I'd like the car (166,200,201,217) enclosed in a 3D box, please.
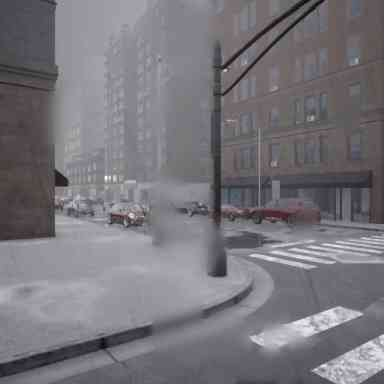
[{"bbox_3d":[-0.229,1.550,31.257,1.947,1.339,4.313,0,0,-35],"label":"car"}]

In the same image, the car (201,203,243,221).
[{"bbox_3d":[2.947,1.571,26.738,1.802,1.307,4.206,0,0,-35],"label":"car"}]

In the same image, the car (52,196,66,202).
[{"bbox_3d":[-28.809,1.478,71.933,2.008,1.369,4.403,0,0,-35],"label":"car"}]

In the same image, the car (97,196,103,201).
[{"bbox_3d":[-15.857,1.457,53.999,1.837,1.490,4.892,0,0,-35],"label":"car"}]

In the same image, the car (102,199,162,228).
[{"bbox_3d":[-4.015,1.430,21.815,1.967,1.590,4.097,0,0,-35],"label":"car"}]

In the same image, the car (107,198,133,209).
[{"bbox_3d":[-9.756,1.532,44.816,1.947,1.339,4.313,0,0,-35],"label":"car"}]

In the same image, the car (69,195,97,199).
[{"bbox_3d":[-16.156,1.436,49.117,1.882,1.535,5.008,0,0,-35],"label":"car"}]

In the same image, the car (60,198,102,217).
[{"bbox_3d":[-10.368,1.530,30.857,2.008,1.369,4.403,0,0,-35],"label":"car"}]

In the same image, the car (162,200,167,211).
[{"bbox_3d":[-3.405,1.529,35.778,2.008,1.369,4.403,0,0,-35],"label":"car"}]

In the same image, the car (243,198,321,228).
[{"bbox_3d":[6.122,1.309,22.218,2.192,1.841,5.009,0,0,-35],"label":"car"}]

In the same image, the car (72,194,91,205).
[{"bbox_3d":[-19.891,1.298,59.684,2.097,1.767,4.553,0,0,-35],"label":"car"}]

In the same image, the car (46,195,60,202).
[{"bbox_3d":[-31.985,1.471,76.453,2.008,1.369,4.403,0,0,-35],"label":"car"}]

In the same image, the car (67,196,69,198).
[{"bbox_3d":[-21.523,1.473,56.760,1.812,1.442,4.674,0,0,-35],"label":"car"}]

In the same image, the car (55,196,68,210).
[{"bbox_3d":[-16.721,1.512,39.899,1.887,1.381,4.507,0,0,-35],"label":"car"}]
